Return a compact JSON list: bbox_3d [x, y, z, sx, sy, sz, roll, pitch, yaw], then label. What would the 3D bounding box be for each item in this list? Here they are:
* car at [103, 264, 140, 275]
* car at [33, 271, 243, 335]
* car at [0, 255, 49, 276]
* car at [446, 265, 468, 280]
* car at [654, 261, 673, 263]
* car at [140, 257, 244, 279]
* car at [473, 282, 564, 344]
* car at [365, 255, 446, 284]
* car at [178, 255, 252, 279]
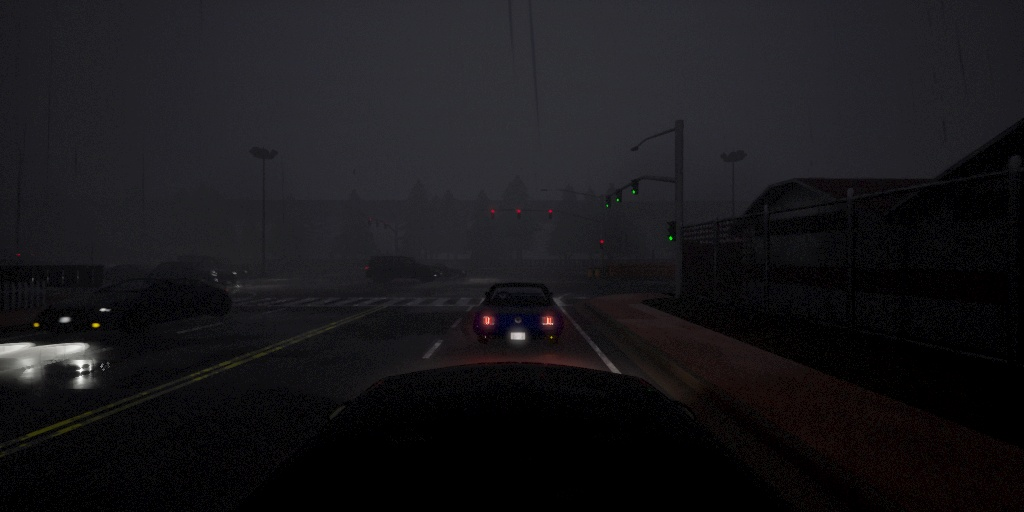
[{"bbox_3d":[-27.594,1.289,26.635,5.357,1.411,2.033,0,0,-1],"label":"car"},{"bbox_3d":[-10.489,1.314,10.421,1.994,1.385,4.181,0,0,1],"label":"car"},{"bbox_3d":[-41.079,0.939,29.926,4.892,1.490,1.837,3,0,-1],"label":"car"},{"bbox_3d":[-6.140,1.275,30.505,4.674,1.442,1.812,0,0,-1],"label":"car"},{"bbox_3d":[17.192,1.276,41.574,4.674,1.442,1.812,0,0,-1],"label":"car"},{"bbox_3d":[-20.601,1.102,23.252,4.553,1.767,2.097,0,0,-1],"label":"car"},{"bbox_3d":[0.191,1.351,9.556,1.895,1.301,4.718,0,0,2],"label":"car"},{"bbox_3d":[-8.113,0.970,26.963,5.566,2.045,2.150,0,0,-1],"label":"car"},{"bbox_3d":[-25.174,0.963,30.177,5.566,2.045,2.150,0,0,-1],"label":"car"}]
